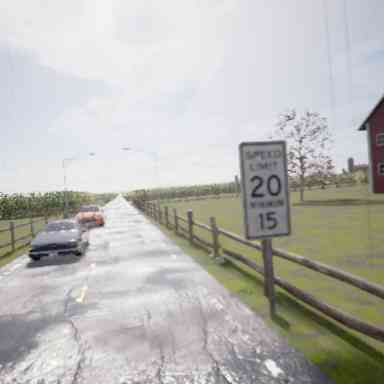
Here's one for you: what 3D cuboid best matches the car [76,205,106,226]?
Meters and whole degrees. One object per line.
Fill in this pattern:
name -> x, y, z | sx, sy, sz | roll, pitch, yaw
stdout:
car -> -8.373, 1.903, 27.538 | 2.097, 1.767, 4.553 | -4, 0, -12

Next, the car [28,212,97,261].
car -> -5.621, 1.926, 14.694 | 2.033, 1.411, 5.357 | -4, 0, -12
